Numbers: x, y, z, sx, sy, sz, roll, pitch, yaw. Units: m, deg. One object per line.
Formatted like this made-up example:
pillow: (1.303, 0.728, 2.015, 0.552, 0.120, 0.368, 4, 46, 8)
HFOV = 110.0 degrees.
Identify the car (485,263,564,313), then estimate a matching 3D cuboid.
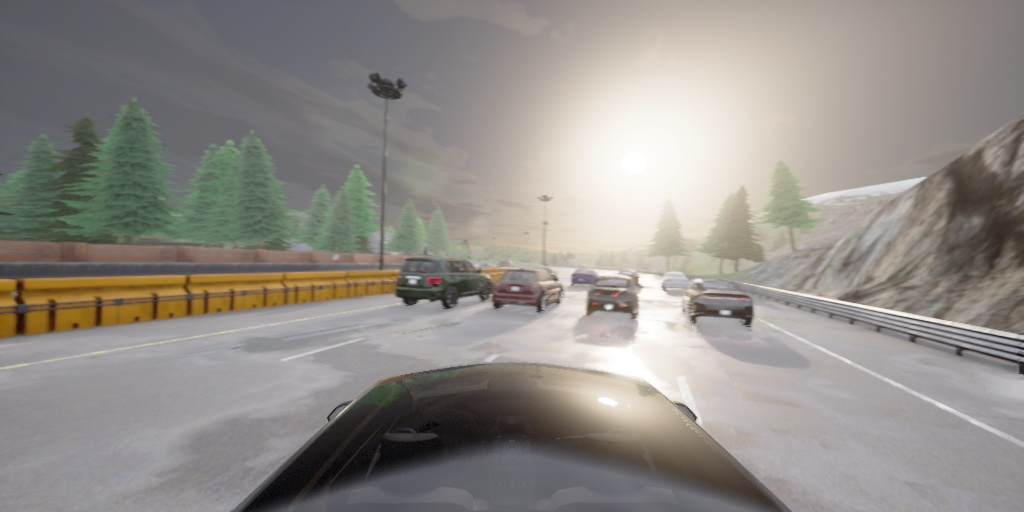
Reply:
car: (0.862, 1.317, 15.702, 2.097, 1.767, 4.553, 1, -1, 20)

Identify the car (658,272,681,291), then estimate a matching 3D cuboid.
car: (12.740, 1.967, 28.154, 1.812, 1.442, 4.674, 1, -1, 20)

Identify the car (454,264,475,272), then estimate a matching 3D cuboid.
car: (-7.850, 1.951, 59.544, 1.895, 1.301, 4.718, 1, -1, 11)

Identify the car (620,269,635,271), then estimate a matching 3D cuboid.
car: (9.622, 1.862, 29.830, 1.882, 1.535, 5.008, 1, 0, 20)

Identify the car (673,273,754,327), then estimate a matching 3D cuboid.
car: (7.467, 1.594, 13.395, 2.128, 1.511, 4.902, 1, -1, 21)

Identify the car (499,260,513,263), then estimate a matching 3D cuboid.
car: (-1.084, 1.720, 57.822, 2.150, 2.045, 5.566, 1, -1, 11)

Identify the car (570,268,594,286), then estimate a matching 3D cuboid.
car: (6.335, 1.795, 31.027, 1.882, 1.535, 5.008, 1, 0, 20)

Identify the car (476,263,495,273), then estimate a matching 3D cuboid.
car: (-4.320, 1.944, 59.578, 1.837, 1.490, 4.892, 1, 0, 11)

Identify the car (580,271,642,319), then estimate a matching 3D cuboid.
car: (4.186, 1.541, 14.609, 1.837, 1.490, 4.892, 1, 0, 21)

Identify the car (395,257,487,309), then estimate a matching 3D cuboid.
car: (-2.784, 1.099, 15.940, 2.150, 2.045, 5.566, 1, -1, 21)
